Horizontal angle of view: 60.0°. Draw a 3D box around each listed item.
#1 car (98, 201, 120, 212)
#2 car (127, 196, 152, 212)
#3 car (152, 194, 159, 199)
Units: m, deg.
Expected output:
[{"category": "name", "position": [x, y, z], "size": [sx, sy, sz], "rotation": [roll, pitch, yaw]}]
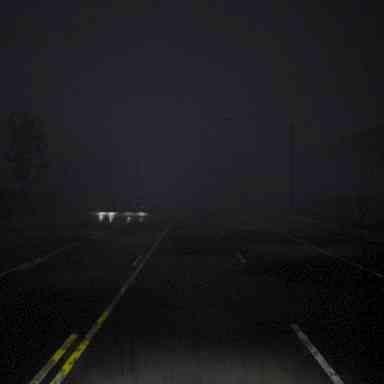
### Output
[{"category": "car", "position": [-10.519, 1.828, 42.401], "size": [1.994, 1.385, 4.181], "rotation": [0, 0, 0]}, {"category": "car", "position": [-7.004, 1.486, 43.531], "size": [2.150, 2.045, 5.566], "rotation": [0, 0, 0]}, {"category": "car", "position": [-10.490, 1.350, 95.061], "size": [2.033, 1.411, 5.357], "rotation": [0, 1, 0]}]
